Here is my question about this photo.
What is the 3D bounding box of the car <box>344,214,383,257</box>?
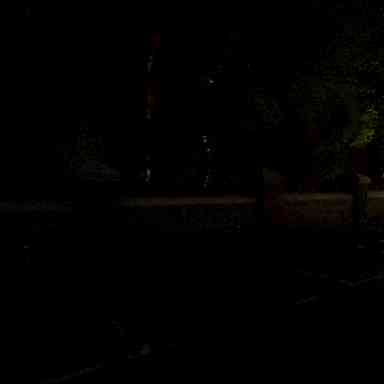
[{"bbox_3d":[7.085,1.437,11.616,4.507,1.381,1.887,-1,1,-36],"label":"car"}]
